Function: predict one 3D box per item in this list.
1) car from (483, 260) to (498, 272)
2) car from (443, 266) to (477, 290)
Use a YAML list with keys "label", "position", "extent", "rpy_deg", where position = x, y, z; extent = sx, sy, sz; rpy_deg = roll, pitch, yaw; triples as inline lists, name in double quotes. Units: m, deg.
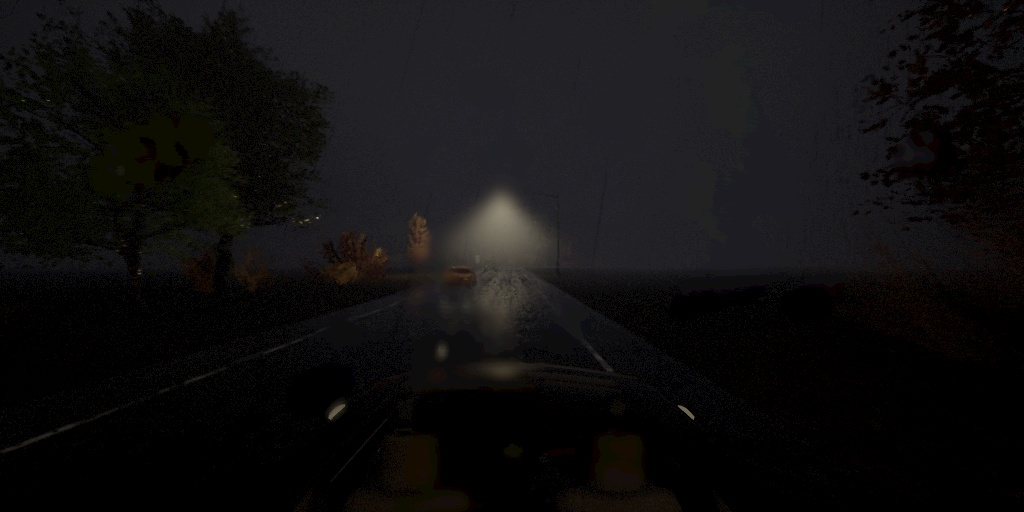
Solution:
- label: "car"
  position: [-3.548, 1.620, 58.882]
  extent: [2.150, 2.045, 5.566]
  rpy_deg: [0, -1, 1]
- label: "car"
  position: [-3.597, 1.491, 25.314]
  extent: [1.882, 1.535, 5.008]
  rpy_deg: [0, -1, 0]
